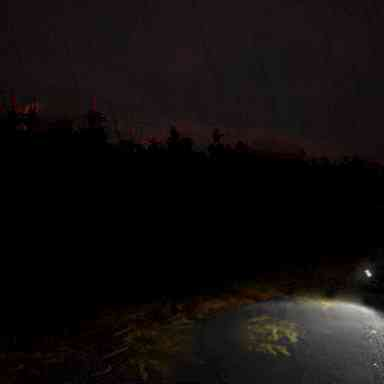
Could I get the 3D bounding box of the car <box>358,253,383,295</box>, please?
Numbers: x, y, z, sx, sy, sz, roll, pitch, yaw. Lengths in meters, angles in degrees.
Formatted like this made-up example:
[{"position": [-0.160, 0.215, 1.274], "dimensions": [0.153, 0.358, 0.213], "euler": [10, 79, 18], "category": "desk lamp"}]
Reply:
[{"position": [6.131, 1.600, 7.820], "dimensions": [5.357, 1.411, 2.033], "euler": [0, 0, -35], "category": "car"}]
